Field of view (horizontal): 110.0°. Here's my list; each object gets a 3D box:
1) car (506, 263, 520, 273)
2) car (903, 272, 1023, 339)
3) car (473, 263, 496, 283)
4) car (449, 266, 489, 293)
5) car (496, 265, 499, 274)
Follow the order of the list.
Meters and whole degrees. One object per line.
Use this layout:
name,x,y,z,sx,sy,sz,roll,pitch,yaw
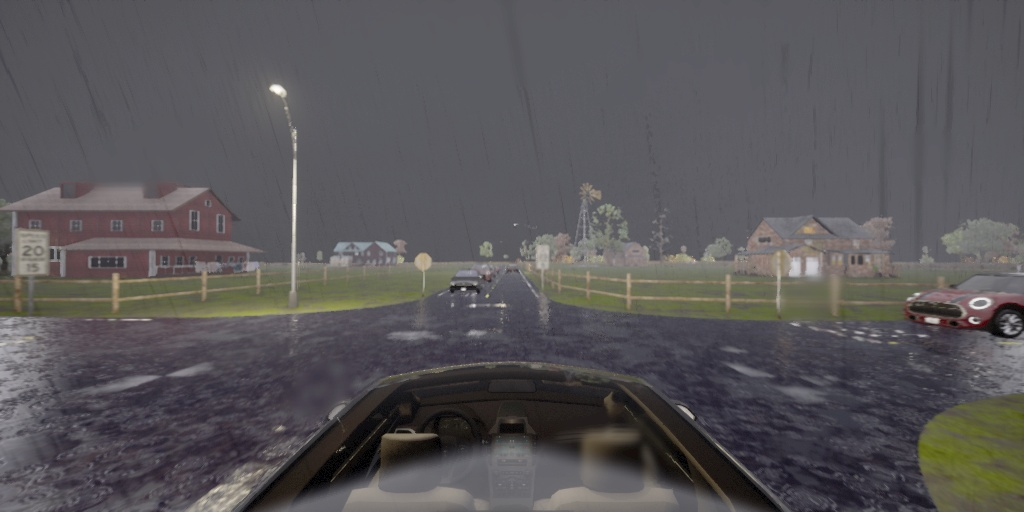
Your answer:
car,0.103,1.889,55.429,1.837,1.490,4.892,0,-1,0
car,14.177,1.253,10.202,4.553,1.767,2.097,0,-1,0
car,-2.832,1.472,32.713,2.097,1.767,4.553,0,-1,0
car,-2.816,1.555,23.202,2.033,1.411,5.357,0,-1,-1
car,-2.818,1.737,42.304,1.837,1.490,4.892,0,-1,0
